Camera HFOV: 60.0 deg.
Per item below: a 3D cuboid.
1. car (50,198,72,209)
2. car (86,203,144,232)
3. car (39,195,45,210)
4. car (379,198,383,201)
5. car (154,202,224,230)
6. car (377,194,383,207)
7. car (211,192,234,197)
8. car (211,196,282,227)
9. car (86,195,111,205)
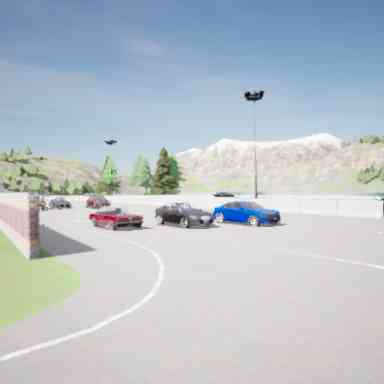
[{"bbox_3d":[-18.212,1.547,45.886,2.033,1.411,5.357,-2,1,-35],"label":"car"},{"bbox_3d":[-4.791,1.603,20.776,1.895,1.301,4.718,-2,1,-35],"label":"car"},{"bbox_3d":[-21.009,1.316,43.770,2.150,2.045,5.566,-2,1,-35],"label":"car"},{"bbox_3d":[19.114,0.889,29.739,1.994,1.385,4.181,-2,1,-35],"label":"car"},{"bbox_3d":[-0.588,1.394,20.888,2.128,1.511,4.902,-2,1,-35],"label":"car"},{"bbox_3d":[21.186,0.838,32.870,1.895,1.301,4.718,-2,1,-35],"label":"car"},{"bbox_3d":[5.531,0.724,61.037,1.882,1.535,5.008,-2,1,-35],"label":"car"},{"bbox_3d":[3.415,1.280,21.286,1.882,1.535,5.008,-2,1,-35],"label":"car"},{"bbox_3d":[-12.233,1.241,43.429,2.097,1.767,4.553,-2,1,-35],"label":"car"}]
